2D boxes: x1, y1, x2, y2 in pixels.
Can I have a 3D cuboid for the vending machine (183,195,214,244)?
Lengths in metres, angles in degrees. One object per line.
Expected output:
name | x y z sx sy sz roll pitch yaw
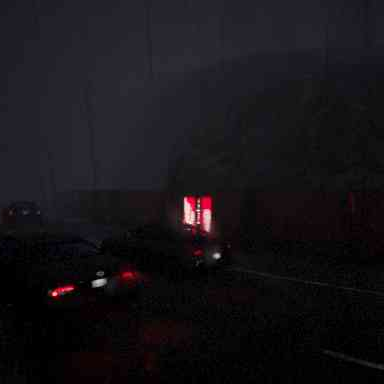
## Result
vending machine | 0.287 1.195 15.033 1.100 2.100 0.880 0 0 -45

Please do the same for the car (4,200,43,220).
car | -11.556 1.352 22.636 2.097 1.767 4.553 0 0 -32

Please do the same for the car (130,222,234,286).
car | -0.882 1.564 9.595 4.181 1.385 1.994 0 0 41

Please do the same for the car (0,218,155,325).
car | -3.398 1.548 7.156 5.357 1.411 2.033 0 0 42
